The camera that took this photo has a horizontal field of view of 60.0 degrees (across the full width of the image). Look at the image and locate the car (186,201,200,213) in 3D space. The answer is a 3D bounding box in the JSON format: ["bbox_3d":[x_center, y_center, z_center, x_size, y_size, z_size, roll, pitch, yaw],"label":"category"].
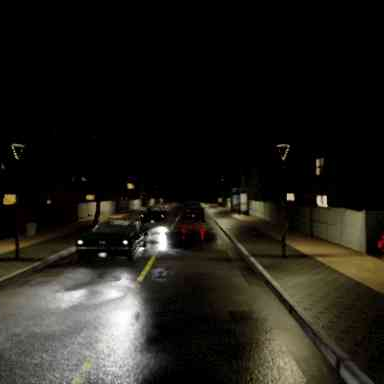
[{"bbox_3d":[0.127,1.897,42.949,1.812,1.442,4.674,0,-1,0],"label":"car"}]

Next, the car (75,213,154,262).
[{"bbox_3d":[-2.816,1.692,12.702,1.895,1.301,4.718,0,0,0],"label":"car"}]

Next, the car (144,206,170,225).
[{"bbox_3d":[-2.800,1.806,25.862,1.895,1.301,4.718,0,-1,0],"label":"car"}]

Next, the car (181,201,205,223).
[{"bbox_3d":[0.103,1.703,28.022,1.882,1.535,5.008,0,0,0],"label":"car"}]
